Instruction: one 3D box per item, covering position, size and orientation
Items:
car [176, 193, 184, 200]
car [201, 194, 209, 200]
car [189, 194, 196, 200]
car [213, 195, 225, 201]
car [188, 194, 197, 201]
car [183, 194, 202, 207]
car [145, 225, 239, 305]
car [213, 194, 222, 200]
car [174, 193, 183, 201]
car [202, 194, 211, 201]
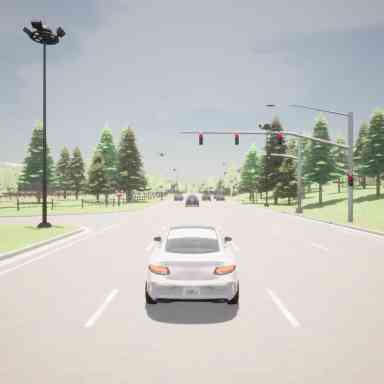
[{"bbox_3d":[-3.401,1.188,92.897,2.097,1.767,4.553,0,0,0],"label":"car"},{"bbox_3d":[3.599,1.372,92.919,2.033,1.411,5.357,0,0,0],"label":"car"},{"bbox_3d":[0.099,1.332,92.923,1.837,1.490,4.892,0,0,0],"label":"car"},{"bbox_3d":[7.088,1.517,82.496,2.128,1.511,4.902,0,0,0],"label":"car"},{"bbox_3d":[0.088,1.348,82.890,2.097,1.767,4.553,0,0,0],"label":"car"},{"bbox_3d":[0.055,1.352,51.860,2.097,1.767,4.553,0,0,0],"label":"car"},{"bbox_3d":[0.015,1.526,7.987,1.812,1.442,4.674,0,0,0],"label":"car"},{"bbox_3d":[7.099,1.385,92.916,1.994,1.385,4.181,0,0,0],"label":"car"},{"bbox_3d":[-3.412,1.544,82.890,1.994,1.385,4.181,0,0,0],"label":"car"},{"bbox_3d":[3.588,1.348,82.886,2.097,1.767,4.553,0,0,0],"label":"car"}]
